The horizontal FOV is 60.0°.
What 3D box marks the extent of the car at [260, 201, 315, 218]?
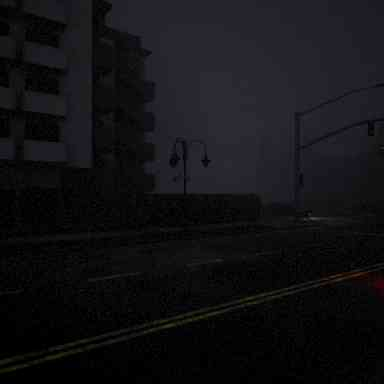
[{"bbox_3d":[8.642,1.547,30.928,2.033,1.411,5.357,0,0,-36],"label":"car"}]
